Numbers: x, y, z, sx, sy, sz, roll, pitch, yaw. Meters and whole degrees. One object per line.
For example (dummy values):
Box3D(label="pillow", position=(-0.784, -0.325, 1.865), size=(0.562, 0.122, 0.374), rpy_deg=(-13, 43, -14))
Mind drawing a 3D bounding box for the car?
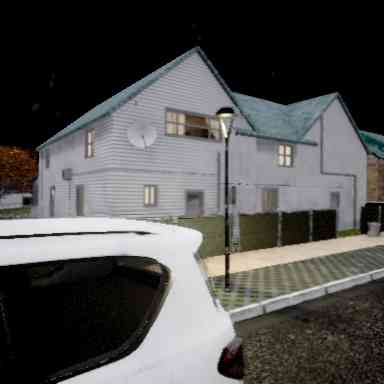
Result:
Box3D(label="car", position=(-2.215, 1.220, 1.446), size=(5.566, 2.045, 2.150), rpy_deg=(0, 0, -35))
